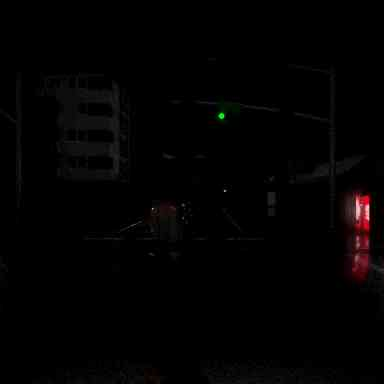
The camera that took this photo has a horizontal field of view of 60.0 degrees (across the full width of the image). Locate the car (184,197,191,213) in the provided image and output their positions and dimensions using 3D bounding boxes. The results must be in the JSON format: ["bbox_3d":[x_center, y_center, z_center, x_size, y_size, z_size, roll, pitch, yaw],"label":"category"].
[{"bbox_3d":[-1.568,1.352,37.319,2.097,1.767,4.553,0,0,3],"label":"car"}]

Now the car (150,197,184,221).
[{"bbox_3d":[-2.086,1.352,27.380,2.097,1.767,4.553,0,0,3],"label":"car"}]
